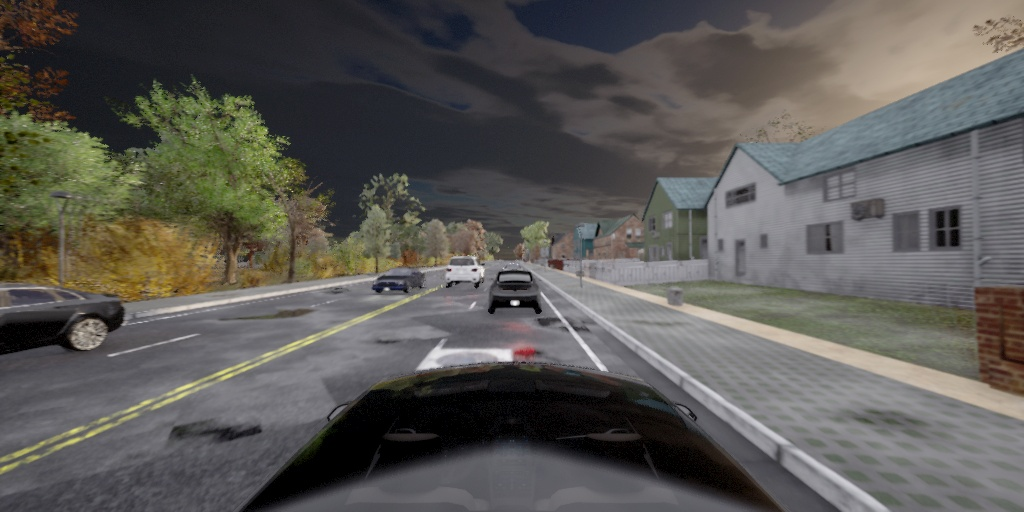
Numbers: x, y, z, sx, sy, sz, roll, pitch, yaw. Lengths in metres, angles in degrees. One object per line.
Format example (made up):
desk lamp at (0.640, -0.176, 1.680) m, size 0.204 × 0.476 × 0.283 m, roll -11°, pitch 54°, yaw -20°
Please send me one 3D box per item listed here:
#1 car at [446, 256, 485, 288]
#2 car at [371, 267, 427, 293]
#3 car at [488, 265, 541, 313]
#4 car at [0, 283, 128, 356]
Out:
car at (-3.149, 1.058, 24.929) m, size 2.150 × 2.045 × 5.566 m, roll 0°, pitch 0°, yaw 0°
car at (-6.541, 1.370, 21.454) m, size 2.033 × 1.411 × 5.357 m, roll 0°, pitch 0°, yaw 1°
car at (0.100, 1.301, 14.313) m, size 1.837 × 1.490 × 4.892 m, roll 0°, pitch 0°, yaw 0°
car at (-9.846, 1.257, 6.192) m, size 2.128 × 1.511 × 4.902 m, roll 0°, pitch 0°, yaw 0°
